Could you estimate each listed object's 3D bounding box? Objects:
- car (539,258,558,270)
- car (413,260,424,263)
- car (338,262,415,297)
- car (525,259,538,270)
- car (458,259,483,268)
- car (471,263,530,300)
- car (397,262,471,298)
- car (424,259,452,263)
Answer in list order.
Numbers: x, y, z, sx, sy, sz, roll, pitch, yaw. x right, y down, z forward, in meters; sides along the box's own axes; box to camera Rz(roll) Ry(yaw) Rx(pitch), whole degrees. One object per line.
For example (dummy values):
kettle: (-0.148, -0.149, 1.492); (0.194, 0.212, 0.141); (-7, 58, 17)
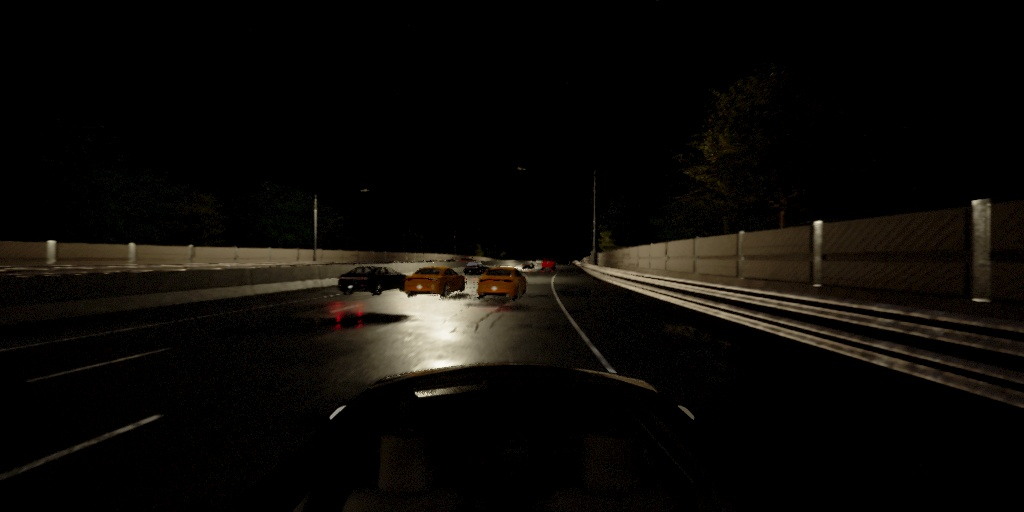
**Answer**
car: (6.367, 1.354, 62.050); (2.150, 2.045, 5.566); (0, 0, 9)
car: (-15.401, 1.476, 58.928); (2.128, 1.511, 4.902); (0, 0, 9)
car: (-7.330, 1.289, 19.467); (2.128, 1.511, 4.902); (0, 0, 9)
car: (2.987, 1.717, 63.110); (1.895, 1.301, 4.718); (0, 0, 9)
car: (-4.073, 1.433, 40.432); (2.128, 1.511, 4.902); (0, 0, 9)
car: (-0.409, 1.308, 18.393); (1.882, 1.535, 5.008); (0, 0, 9)
car: (-3.872, 1.287, 18.929); (1.882, 1.535, 5.008); (0, 0, 9)
car: (-11.952, 1.476, 58.345); (1.882, 1.535, 5.008); (0, 0, 9)
